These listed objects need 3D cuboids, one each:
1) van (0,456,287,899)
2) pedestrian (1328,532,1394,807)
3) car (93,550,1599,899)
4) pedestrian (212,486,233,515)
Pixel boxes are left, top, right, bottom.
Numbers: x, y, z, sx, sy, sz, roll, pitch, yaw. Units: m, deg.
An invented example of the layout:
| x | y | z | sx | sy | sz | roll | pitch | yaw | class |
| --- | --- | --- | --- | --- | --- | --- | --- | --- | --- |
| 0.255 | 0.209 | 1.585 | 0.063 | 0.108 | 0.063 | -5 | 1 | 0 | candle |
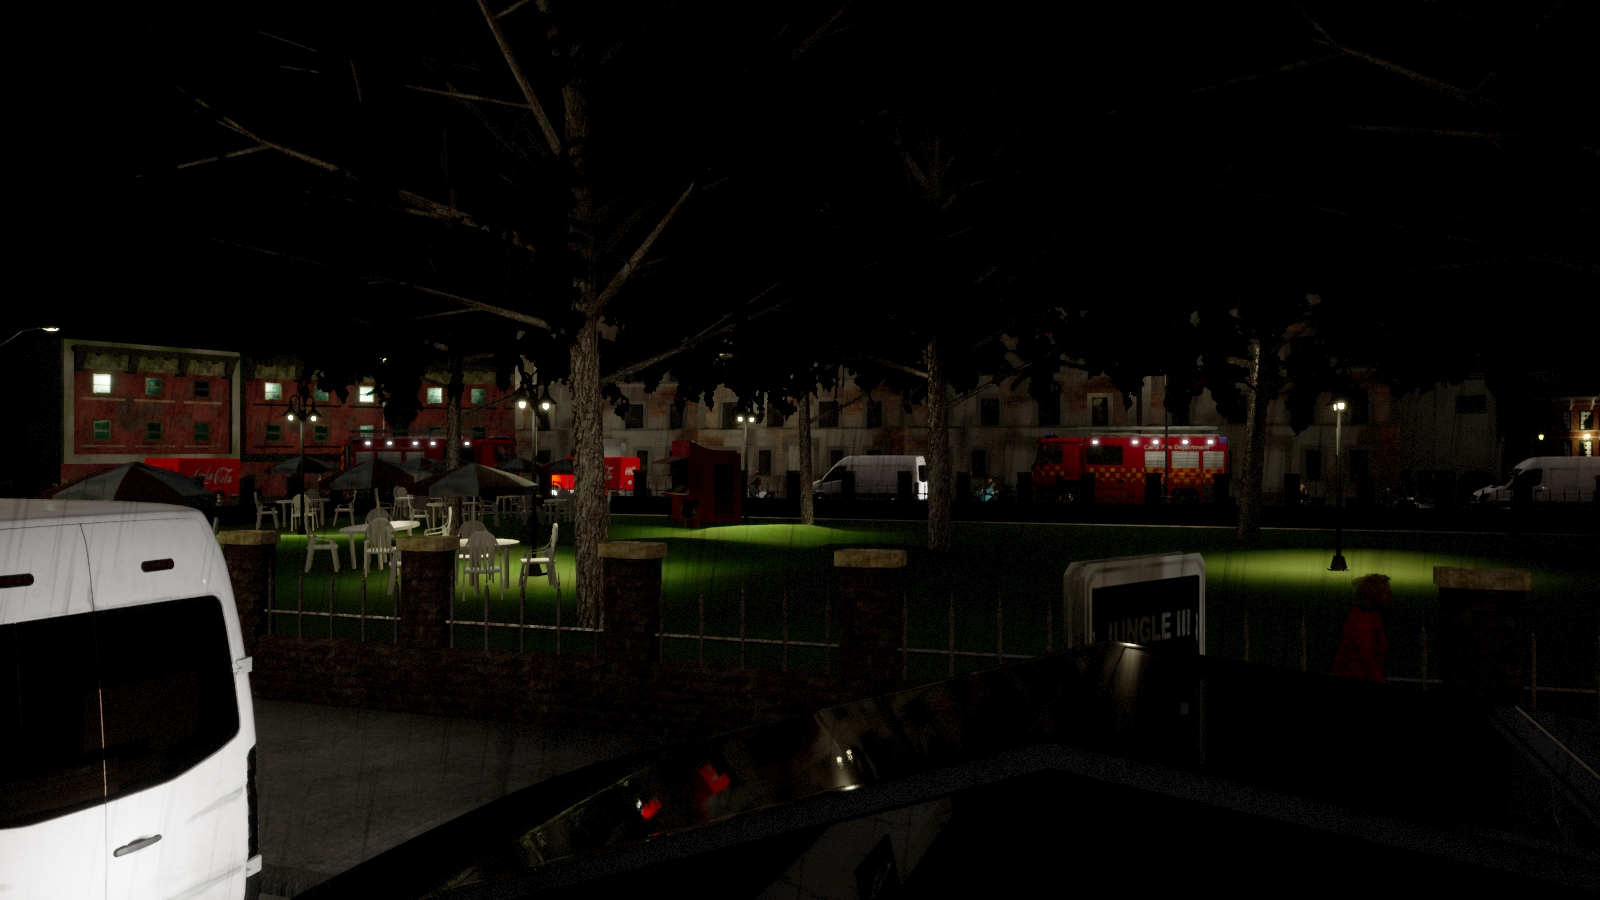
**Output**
| x | y | z | sx | sy | sz | roll | pitch | yaw | class |
| --- | --- | --- | --- | --- | --- | --- | --- | --- | --- |
| -5.749 | 1.318 | 5.932 | 5.915 | 2.561 | 1.988 | 0 | 0 | 20 | van |
| 3.970 | 1.525 | 8.095 | 0.375 | 1.860 | 0.375 | 0 | 0 | 19 | pedestrian |
| 1.308 | 1.534 | 3.365 | 6.274 | 2.098 | 2.390 | 0 | 0 | 20 | car |
| -21.927 | 1.919 | 43.380 | 0.500 | 1.100 | 0.500 | 0 | 0 | 16 | pedestrian |
